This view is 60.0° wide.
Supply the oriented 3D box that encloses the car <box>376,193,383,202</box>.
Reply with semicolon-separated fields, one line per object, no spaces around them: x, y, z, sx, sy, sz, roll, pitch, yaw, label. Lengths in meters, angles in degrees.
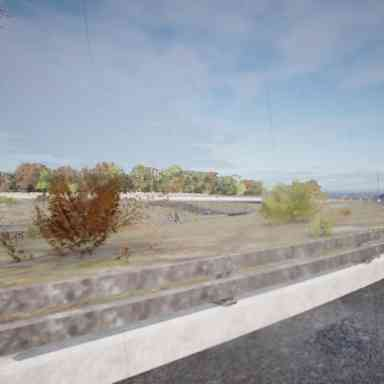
43.878;1.336;75.215;2.150;2.045;5.566;0;0;3;car
